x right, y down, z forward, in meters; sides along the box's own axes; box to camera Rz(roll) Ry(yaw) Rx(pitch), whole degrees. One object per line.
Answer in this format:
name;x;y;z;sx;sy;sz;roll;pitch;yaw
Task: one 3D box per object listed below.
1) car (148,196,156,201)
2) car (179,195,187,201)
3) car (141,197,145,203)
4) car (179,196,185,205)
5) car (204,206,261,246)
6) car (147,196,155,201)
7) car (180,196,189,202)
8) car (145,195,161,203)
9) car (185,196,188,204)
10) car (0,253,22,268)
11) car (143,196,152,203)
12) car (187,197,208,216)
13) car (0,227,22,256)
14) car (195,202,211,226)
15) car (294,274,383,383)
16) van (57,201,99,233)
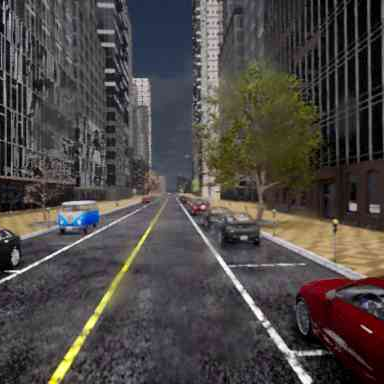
car;-11.240;1.696;94.142;1.947;1.339;4.313;-1;0;-3
car;-2.534;1.595;88.951;1.947;1.339;4.313;-1;0;-3
car;-9.881;1.683;71.411;1.887;1.381;4.507;-1;0;-3
car;-0.836;1.579;60.541;1.887;1.381;4.507;-1;0;-3
car;1.881;1.548;15.082;2.008;1.369;4.403;-1;0;-3
car;-10.900;1.678;88.459;1.887;1.381;4.507;-1;0;-3
car;-1.855;1.599;77.587;1.947;1.339;4.313;-1;0;-3
car;-6.323;1.275;56.868;2.097;1.767;4.553;-1;0;-3
car;0.521;1.461;37.811;1.967;1.590;4.097;-1;0;-3
car;-3.011;1.532;1.504;2.128;1.511;4.902;-1;0;-3
car;-10.220;1.719;77.095;1.802;1.307;4.206;-1;0;-3
car;0.861;1.456;32.129;1.967;1.590;4.097;-1;0;-3
car;-6.145;1.642;8.903;2.008;1.369;4.403;-1;0;-3
car;1.542;1.556;20.764;2.008;1.369;4.403;-1;0;-3
car;2.561;1.556;3.718;1.802;1.307;4.206;-1;0;-3
van;-6.826;1.451;20.268;1.690;1.788;3.998;-1;0;-3
